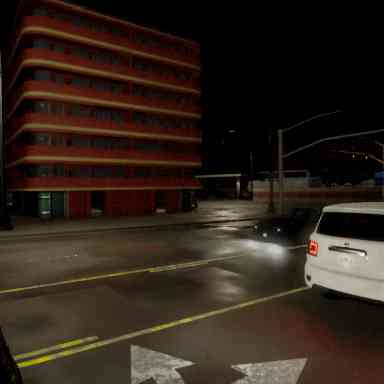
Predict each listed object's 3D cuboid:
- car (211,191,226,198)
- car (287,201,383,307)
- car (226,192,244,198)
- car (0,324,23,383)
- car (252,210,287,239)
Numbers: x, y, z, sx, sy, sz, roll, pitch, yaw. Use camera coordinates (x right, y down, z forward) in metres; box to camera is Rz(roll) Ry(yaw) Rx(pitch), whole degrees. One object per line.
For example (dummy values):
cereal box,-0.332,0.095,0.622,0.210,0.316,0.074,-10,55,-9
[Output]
car,7.417,0.671,89.324,4.611,1.667,2.242,-1,1,-35
car,4.775,1.218,7.134,5.566,2.045,2.150,0,0,-35
car,11.384,0.818,85.098,3.806,1.475,1.970,-1,1,-35
car,-3.667,1.222,1.136,5.566,2.045,2.150,0,0,-35
car,5.441,1.523,16.389,5.357,1.411,2.033,0,0,-35
